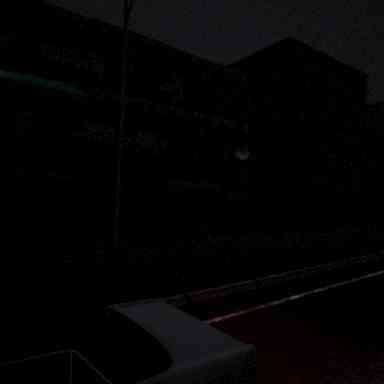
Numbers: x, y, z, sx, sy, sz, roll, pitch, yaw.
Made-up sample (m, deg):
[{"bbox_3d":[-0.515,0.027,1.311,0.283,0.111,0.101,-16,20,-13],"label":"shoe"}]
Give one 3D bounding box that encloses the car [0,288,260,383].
[{"bbox_3d":[-1.791,1.601,2.407,4.718,1.301,1.895,0,0,-36],"label":"car"}]
